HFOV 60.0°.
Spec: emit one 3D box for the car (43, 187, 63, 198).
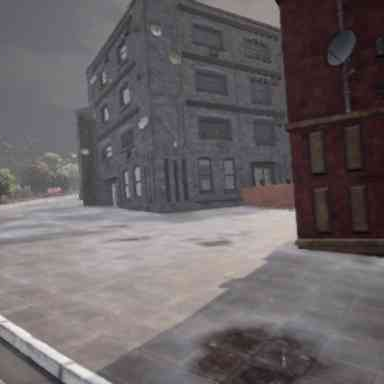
[{"bbox_3d":[-28.743,0.010,68.950,2.150,2.045,5.566,-4,3,0],"label":"car"}]
